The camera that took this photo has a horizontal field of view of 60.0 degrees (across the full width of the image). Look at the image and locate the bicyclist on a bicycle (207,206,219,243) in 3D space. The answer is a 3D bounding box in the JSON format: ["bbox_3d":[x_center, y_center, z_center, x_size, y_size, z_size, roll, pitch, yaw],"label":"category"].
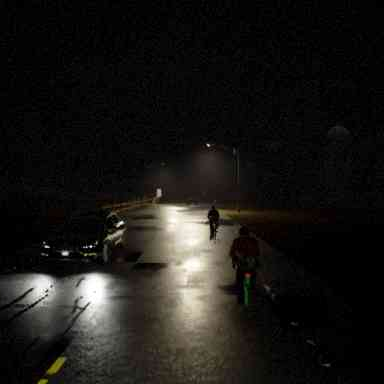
[{"bbox_3d":[0.971,1.442,14.959,0.582,1.620,1.656,0,0,0],"label":"bicyclist on a bicycle"}]

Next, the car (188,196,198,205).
[{"bbox_3d":[0.122,1.620,61.710,1.837,1.490,4.892,0,0,0],"label":"car"}]

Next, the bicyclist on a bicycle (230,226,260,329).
[{"bbox_3d":[0.967,1.449,5.992,0.582,1.620,1.656,0,0,0],"label":"bicyclist on a bicycle"}]

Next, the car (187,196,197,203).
[{"bbox_3d":[0.038,1.726,77.027,2.128,1.511,4.902,0,0,0],"label":"car"}]

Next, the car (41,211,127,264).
[{"bbox_3d":[-3.594,1.496,11.859,1.837,1.490,4.892,0,0,0],"label":"car"}]
